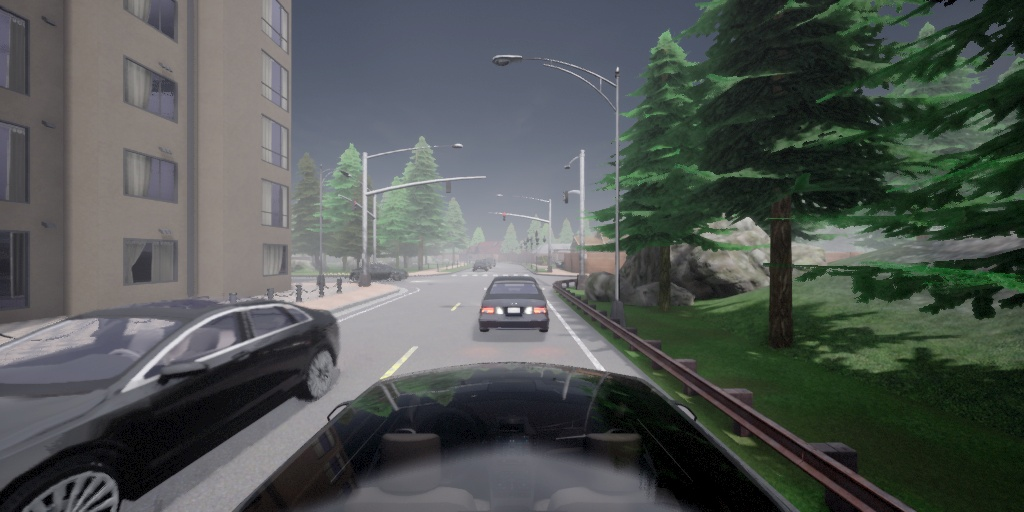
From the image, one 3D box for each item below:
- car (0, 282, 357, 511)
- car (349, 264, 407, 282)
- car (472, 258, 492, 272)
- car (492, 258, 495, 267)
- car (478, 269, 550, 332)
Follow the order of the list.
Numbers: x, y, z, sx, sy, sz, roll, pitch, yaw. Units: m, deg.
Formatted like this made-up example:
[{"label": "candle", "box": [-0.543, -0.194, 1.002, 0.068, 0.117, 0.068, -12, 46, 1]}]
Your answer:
[{"label": "car", "box": [-3.579, 1.241, 3.630, 2.128, 1.511, 4.902, 0, 0, 0]}, {"label": "car", "box": [-10.271, 1.299, 27.764, 4.181, 1.385, 1.994, 0, 0, -9]}, {"label": "car", "box": [-4.012, 1.225, 46.336, 1.837, 1.490, 4.892, 0, 0, 0]}, {"label": "car", "box": [-4.068, 1.225, 55.802, 1.837, 1.490, 4.892, 0, 0, 0]}, {"label": "car", "box": [0.066, 1.297, 10.778, 2.033, 1.411, 5.357, 0, 0, 1]}]
